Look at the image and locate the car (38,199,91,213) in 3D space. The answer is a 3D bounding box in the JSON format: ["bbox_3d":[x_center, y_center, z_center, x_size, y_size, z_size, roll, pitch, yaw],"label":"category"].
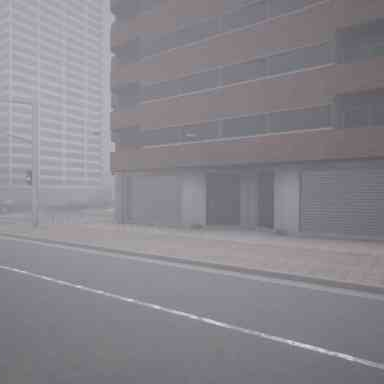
[{"bbox_3d":[-13.867,1.601,36.443,1.895,1.301,4.718,0,0,35],"label":"car"}]

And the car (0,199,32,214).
[{"bbox_3d":[-18.731,1.478,35.579,1.882,1.535,5.008,0,0,35],"label":"car"}]

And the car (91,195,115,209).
[{"bbox_3d":[-12.779,1.505,44.135,1.837,1.490,4.892,0,0,35],"label":"car"}]
